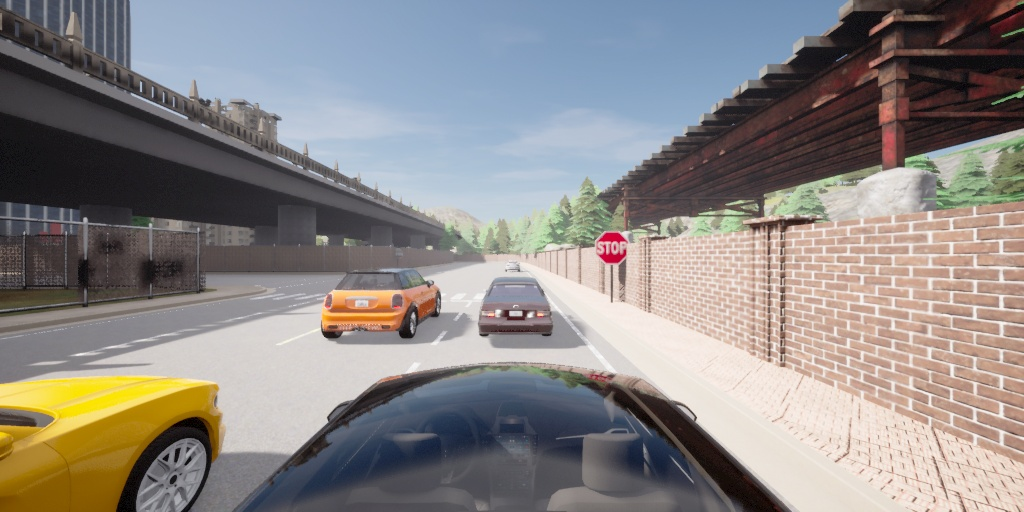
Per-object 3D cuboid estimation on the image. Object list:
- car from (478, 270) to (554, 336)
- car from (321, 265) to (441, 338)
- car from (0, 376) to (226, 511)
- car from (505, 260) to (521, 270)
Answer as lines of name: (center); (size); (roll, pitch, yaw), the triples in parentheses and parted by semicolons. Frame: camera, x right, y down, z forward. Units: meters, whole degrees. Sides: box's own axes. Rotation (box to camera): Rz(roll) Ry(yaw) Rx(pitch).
car: (0.082, 1.297, 10.304); (2.033, 1.411, 5.357); (0, 0, 0)
car: (-3.419, 1.102, 10.283); (2.097, 1.767, 4.553); (0, 0, 0)
car: (-3.396, 1.228, 1.025); (1.882, 1.535, 5.008); (0, 0, 0)
car: (0.083, 1.276, 46.187); (1.812, 1.442, 4.674); (0, 0, -1)
